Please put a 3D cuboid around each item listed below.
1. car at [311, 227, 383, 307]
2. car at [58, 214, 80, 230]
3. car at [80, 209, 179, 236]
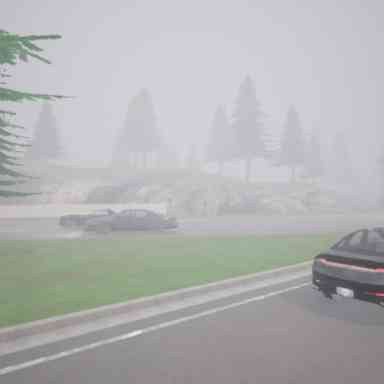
[{"bbox_3d":[4.589,1.532,7.269,4.902,1.511,2.128,0,-1,-38],"label":"car"},{"bbox_3d":[-6.454,1.800,22.494,4.718,1.301,1.895,0,0,-8],"label":"car"},{"bbox_3d":[-3.454,1.712,19.417,5.357,1.411,2.033,0,0,-9],"label":"car"}]
